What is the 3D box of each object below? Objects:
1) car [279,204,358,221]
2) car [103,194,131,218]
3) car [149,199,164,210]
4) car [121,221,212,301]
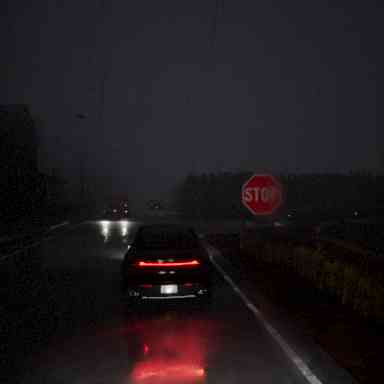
[{"bbox_3d":[9.080,1.546,23.994,5.357,1.411,2.033,0,0,-6],"label":"car"},{"bbox_3d":[-6.804,1.220,30.446,2.150,2.045,5.566,0,0,-8],"label":"car"},{"bbox_3d":[-4.481,1.599,42.245,1.895,1.301,4.718,0,0,-6],"label":"car"},{"bbox_3d":[-0.686,1.505,8.409,1.837,1.490,4.892,0,0,-6],"label":"car"}]
